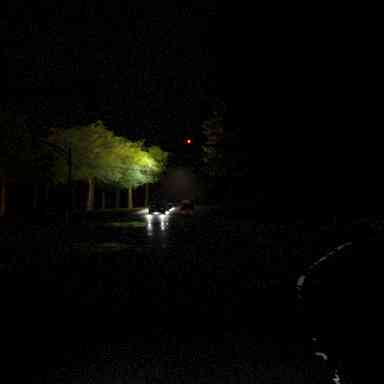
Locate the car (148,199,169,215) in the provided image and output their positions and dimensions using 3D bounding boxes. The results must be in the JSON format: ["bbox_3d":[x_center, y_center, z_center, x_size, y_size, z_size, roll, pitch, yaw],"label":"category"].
[{"bbox_3d":[-4.153,1.897,40.058,1.837,1.490,4.892,0,-1,-1],"label":"car"}]

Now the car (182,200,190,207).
[{"bbox_3d":[-1.473,2.813,80.615,1.882,1.535,5.008,0,-2,-1],"label":"car"}]

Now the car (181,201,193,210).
[{"bbox_3d":[-0.758,2.213,52.820,1.895,1.301,4.718,0,-1,-1],"label":"car"}]

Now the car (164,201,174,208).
[{"bbox_3d":[-4.707,2.556,68.213,1.895,1.301,4.718,0,-2,-1],"label":"car"}]

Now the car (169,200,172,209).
[{"bbox_3d":[-4.353,2.073,49.051,1.812,1.442,4.674,0,-1,-1],"label":"car"}]

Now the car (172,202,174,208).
[{"bbox_3d":[-4.545,2.065,57.983,2.097,1.767,4.553,0,-1,-1],"label":"car"}]
